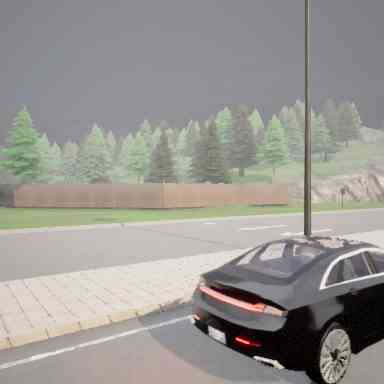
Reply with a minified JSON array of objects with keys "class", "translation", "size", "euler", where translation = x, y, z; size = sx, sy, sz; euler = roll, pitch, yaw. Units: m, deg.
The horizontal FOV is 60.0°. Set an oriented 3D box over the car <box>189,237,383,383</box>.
[{"class":"car","translation":[2.265,1.490,5.365],"size":[4.902,1.511,2.128],"euler":[0,0,-35]}]
